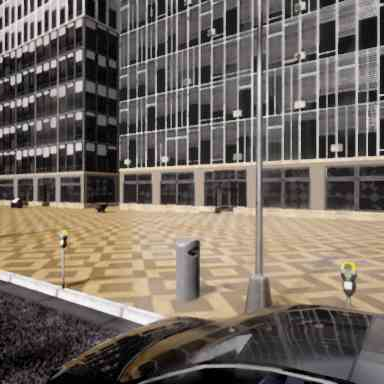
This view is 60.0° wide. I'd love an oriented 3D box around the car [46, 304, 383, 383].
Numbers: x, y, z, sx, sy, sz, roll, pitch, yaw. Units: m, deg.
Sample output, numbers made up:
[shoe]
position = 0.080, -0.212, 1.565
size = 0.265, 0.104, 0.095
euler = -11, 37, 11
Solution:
[car]
position = 0.736, 1.565, 2.345
size = 4.313, 1.339, 1.947
euler = 0, 0, 35
